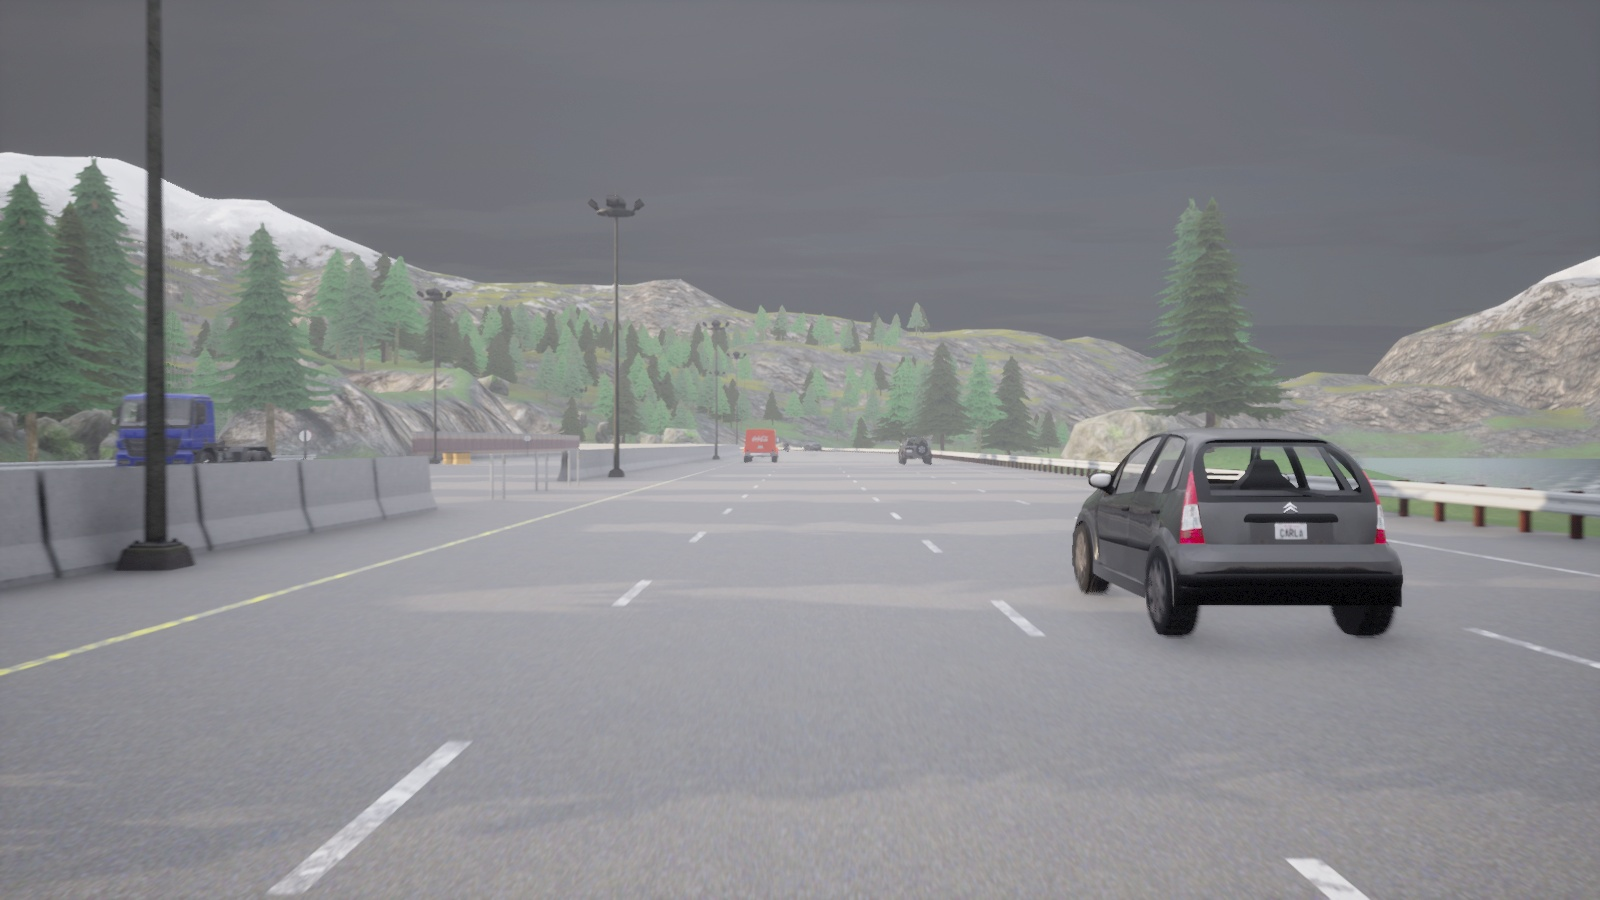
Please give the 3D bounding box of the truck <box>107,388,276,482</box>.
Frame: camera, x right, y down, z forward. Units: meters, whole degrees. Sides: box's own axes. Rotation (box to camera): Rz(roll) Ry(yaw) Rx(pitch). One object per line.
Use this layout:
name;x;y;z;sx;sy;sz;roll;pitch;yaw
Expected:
truck;-24.168;-0.584;50.442;2.891;3.462;7.936;0;0;0

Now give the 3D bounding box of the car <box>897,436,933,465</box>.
car;7.536;0.035;82.758;1.932;1.855;4.605;0;0;0

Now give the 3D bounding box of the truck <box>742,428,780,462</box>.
truck;-2.893;-0.351;94.053;2.627;2.467;5.204;0;0;0

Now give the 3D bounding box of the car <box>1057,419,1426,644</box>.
car;3.586;0.576;11.037;1.851;1.617;3.988;0;0;0
